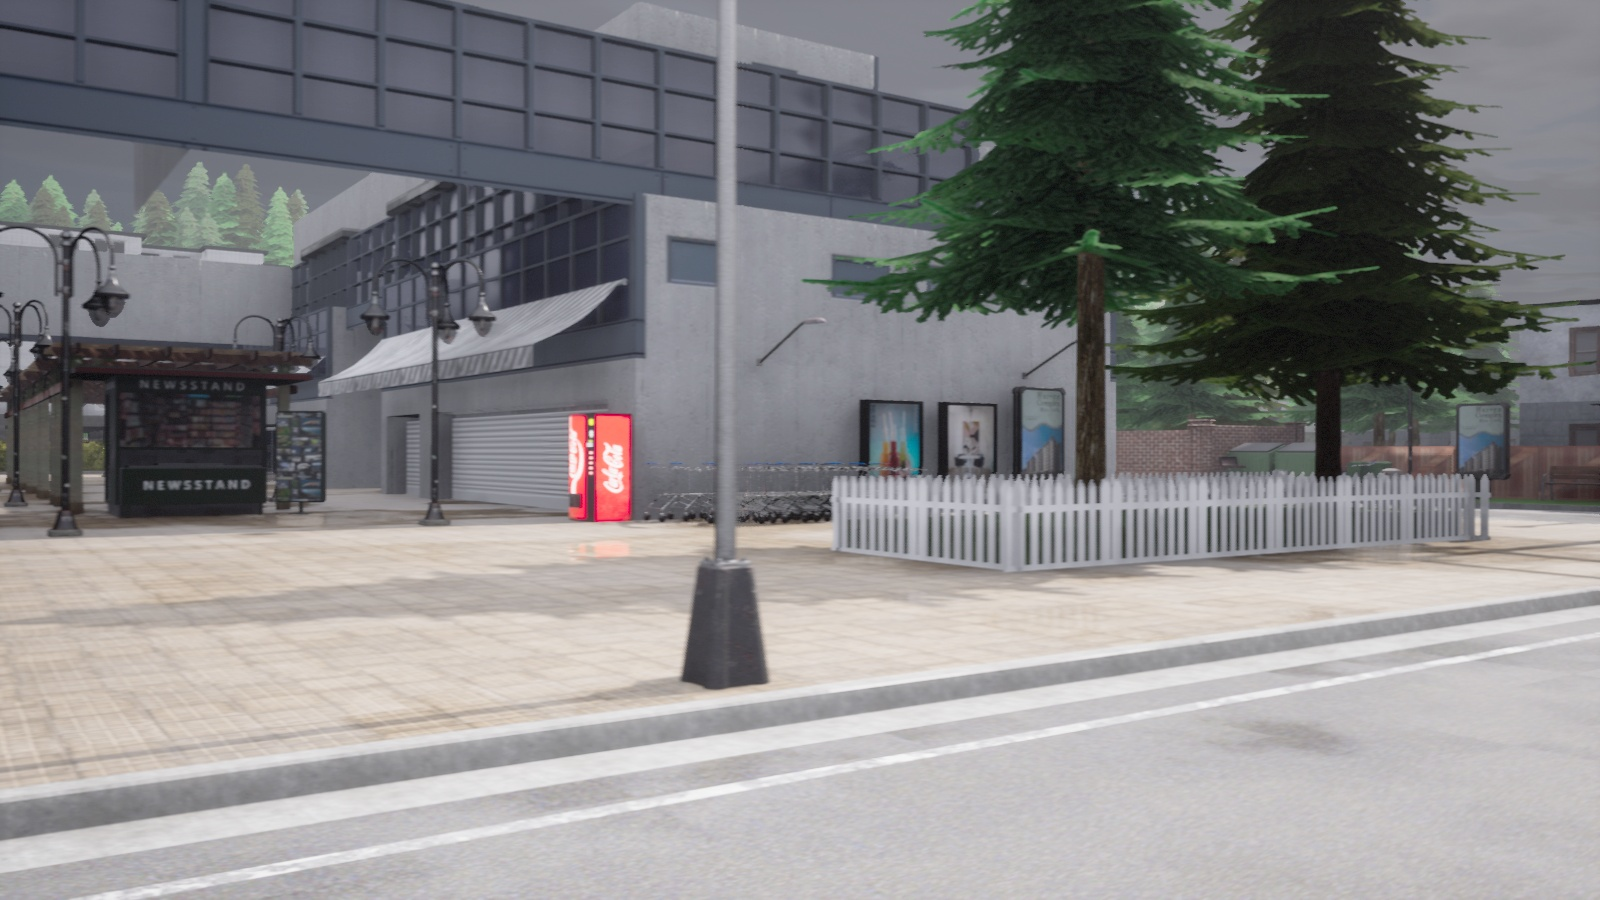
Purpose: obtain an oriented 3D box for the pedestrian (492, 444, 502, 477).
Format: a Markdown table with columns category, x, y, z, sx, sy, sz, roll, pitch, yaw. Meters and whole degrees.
| category | x | y | z | sx | sy | sz | roll | pitch | yaw |
| --- | --- | --- | --- | --- | --- | --- | --- | --- | --- |
| pedestrian | -16.706 | 0.581 | 69.234 | 0.345 | 1.836 | 0.594 | 0 | 0 | -37 |
